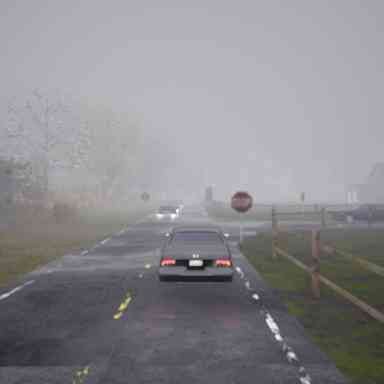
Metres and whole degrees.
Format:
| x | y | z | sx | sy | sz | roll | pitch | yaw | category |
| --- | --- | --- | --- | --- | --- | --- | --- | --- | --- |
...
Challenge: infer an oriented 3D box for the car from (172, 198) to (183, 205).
| x | y | z | sx | sy | sz | roll | pitch | yaw | category |
| --- | --- | --- | --- | --- | --- | --- | --- | --- | --- |
| -2.778 | 1.901 | 65.695 | 1.895 | 1.301 | 4.718 | 0 | 0 | 1 | car |

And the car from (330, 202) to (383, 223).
| x | y | z | sx | sy | sz | roll | pitch | yaw | category |
| --- | --- | --- | --- | --- | --- | --- | --- | --- | --- |
| 13.192 | 1.564 | 25.374 | 5.008 | 1.535 | 1.882 | 0 | -1 | 0 | car |

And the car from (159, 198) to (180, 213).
| x | y | z | sx | sy | sz | roll | pitch | yaw | category |
| --- | --- | --- | --- | --- | --- | --- | --- | --- | --- |
| -2.844 | 1.681 | 39.988 | 1.882 | 1.535 | 5.008 | 0 | 0 | 0 | car |

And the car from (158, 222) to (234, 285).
| x | y | z | sx | sy | sz | roll | pitch | yaw | category |
| --- | --- | --- | --- | --- | --- | --- | --- | --- | --- |
| 0.150 | 1.602 | 9.721 | 2.033 | 1.411 | 5.357 | 0 | 0 | 2 | car |

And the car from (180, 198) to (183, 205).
| x | y | z | sx | sy | sz | roll | pitch | yaw | category |
| --- | --- | --- | --- | --- | --- | --- | --- | --- | --- |
| -2.836 | 1.753 | 50.786 | 1.837 | 1.490 | 4.892 | 0 | 0 | 0 | car |
